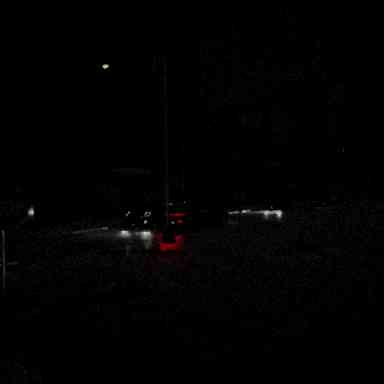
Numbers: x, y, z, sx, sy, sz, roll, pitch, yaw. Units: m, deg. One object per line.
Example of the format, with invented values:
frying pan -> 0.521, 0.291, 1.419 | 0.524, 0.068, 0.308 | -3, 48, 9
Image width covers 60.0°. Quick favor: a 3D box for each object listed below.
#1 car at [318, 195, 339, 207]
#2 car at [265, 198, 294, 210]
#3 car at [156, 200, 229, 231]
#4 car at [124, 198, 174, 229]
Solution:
car -> 18.324, 1.169, 44.620 | 1.837, 1.490, 4.892 | -2, -1, 35
car -> 9.946, 1.365, 37.880 | 1.895, 1.301, 4.718 | -2, -1, 36
car -> 0.396, 1.333, 19.405 | 1.837, 1.490, 4.892 | -2, -1, 35
car -> -2.105, 1.268, 20.986 | 2.097, 1.767, 4.553 | -2, -1, 35
